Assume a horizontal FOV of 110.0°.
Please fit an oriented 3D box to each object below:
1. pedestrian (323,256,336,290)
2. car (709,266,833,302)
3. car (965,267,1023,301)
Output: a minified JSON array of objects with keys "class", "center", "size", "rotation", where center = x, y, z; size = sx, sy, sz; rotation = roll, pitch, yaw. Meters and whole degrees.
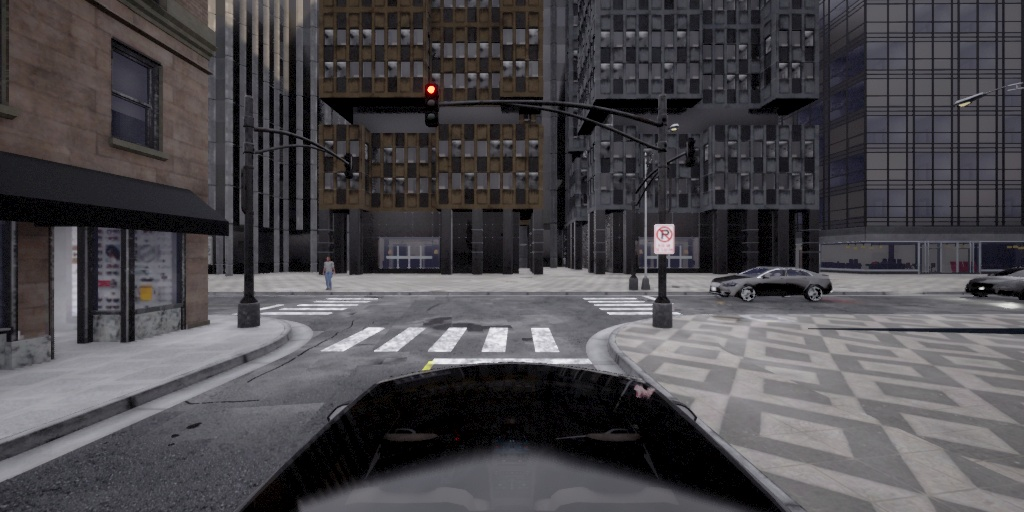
[{"class":"pedestrian","center":[-9.929,0.902,19.476],"size":[0.375,1.860,0.375],"rotation":[0,0,0]},{"class":"car","center":[11.634,1.223,16.297],"size":[4.902,1.511,2.128],"rotation":[0,0,0]},{"class":"car","center":[23.686,1.220,16.211],"size":[4.892,1.490,1.837],"rotation":[0,0,1]}]
